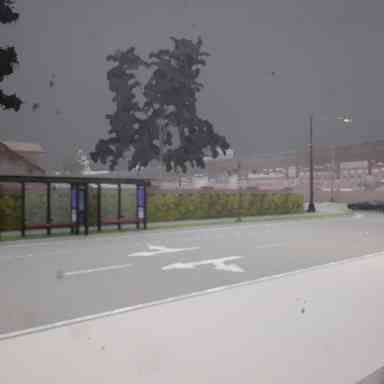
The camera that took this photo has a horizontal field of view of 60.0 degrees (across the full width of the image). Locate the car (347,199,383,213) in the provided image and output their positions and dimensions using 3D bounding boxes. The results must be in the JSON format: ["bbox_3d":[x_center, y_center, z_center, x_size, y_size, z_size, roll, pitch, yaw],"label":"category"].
[{"bbox_3d":[20.199,1.618,37.587,1.895,1.301,4.718,0,0,-35],"label":"car"}]
